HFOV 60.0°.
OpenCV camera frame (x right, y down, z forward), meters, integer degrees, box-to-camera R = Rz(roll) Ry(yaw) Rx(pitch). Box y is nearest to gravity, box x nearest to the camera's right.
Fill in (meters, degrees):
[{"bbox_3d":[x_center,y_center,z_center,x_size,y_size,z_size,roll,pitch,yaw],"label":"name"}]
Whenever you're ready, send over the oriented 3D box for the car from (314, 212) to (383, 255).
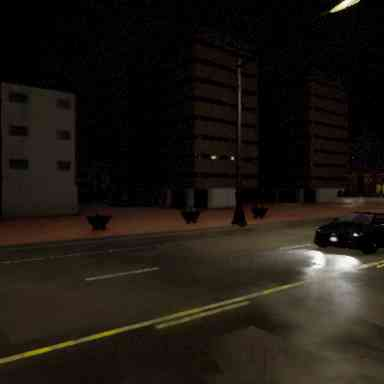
[{"bbox_3d":[6.664,1.480,12.982,4.181,1.385,1.994,0,0,-35],"label":"car"}]
